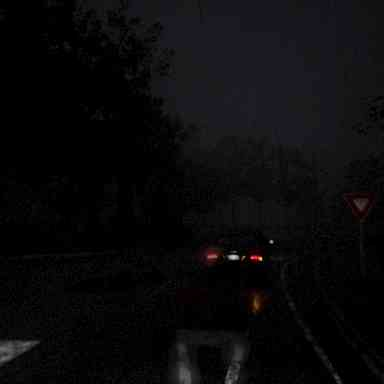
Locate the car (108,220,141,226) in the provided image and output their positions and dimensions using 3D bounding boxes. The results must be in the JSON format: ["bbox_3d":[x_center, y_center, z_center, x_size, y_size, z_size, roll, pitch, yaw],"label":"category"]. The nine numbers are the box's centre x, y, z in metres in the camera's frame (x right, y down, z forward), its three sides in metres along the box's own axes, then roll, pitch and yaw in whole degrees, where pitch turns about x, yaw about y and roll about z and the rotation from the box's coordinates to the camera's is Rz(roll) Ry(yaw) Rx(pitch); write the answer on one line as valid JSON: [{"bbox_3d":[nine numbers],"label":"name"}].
[{"bbox_3d":[-9.823,4.315,48.277,4.892,1.490,1.837,-1,-5,17],"label":"car"}]

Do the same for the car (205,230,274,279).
[{"bbox_3d":[1.811,2.036,11.710,2.033,1.411,5.357,-1,-4,15],"label":"car"}]
